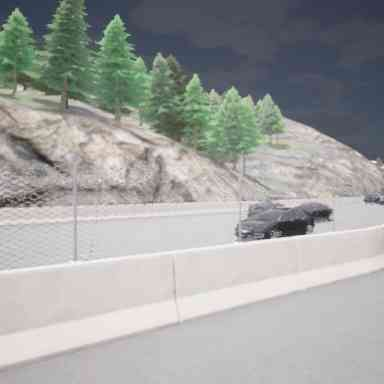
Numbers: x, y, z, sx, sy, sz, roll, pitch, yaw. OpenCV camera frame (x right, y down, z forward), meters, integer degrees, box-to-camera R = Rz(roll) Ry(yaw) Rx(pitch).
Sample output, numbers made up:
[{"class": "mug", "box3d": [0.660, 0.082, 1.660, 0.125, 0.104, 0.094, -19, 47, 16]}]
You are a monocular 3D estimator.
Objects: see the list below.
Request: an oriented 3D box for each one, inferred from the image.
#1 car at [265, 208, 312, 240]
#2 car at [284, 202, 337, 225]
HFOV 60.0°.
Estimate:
[{"class": "car", "box3d": [4.207, 1.533, 16.351, 4.892, 1.490, 1.837, 0, 0, -40]}, {"class": "car", "box3d": [9.123, 1.545, 25.390, 4.892, 1.490, 1.837, 0, 0, -44]}]
